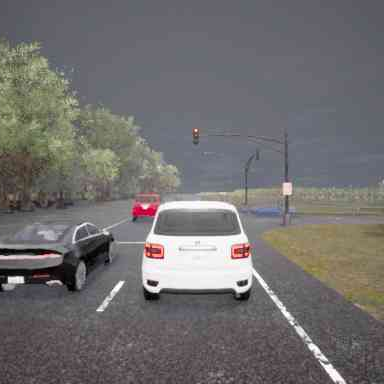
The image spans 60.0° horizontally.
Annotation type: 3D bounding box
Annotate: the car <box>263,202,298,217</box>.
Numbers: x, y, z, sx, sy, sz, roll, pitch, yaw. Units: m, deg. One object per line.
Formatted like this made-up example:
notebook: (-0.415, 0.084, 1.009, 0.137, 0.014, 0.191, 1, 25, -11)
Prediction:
car: (7.702, 1.711, 32.862, 5.357, 1.411, 2.033, 0, -1, 19)

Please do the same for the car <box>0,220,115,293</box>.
car: (-3.400, 1.494, 8.863, 2.128, 1.511, 4.902, 0, 0, 0)

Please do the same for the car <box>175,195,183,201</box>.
car: (-3.495, 1.554, 87.467, 1.994, 1.385, 4.181, 0, 0, 0)

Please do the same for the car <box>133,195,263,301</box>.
car: (0.102, 1.224, 8.493, 2.150, 2.045, 5.566, 0, 0, 0)

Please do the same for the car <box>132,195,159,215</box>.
car: (-3.397, 1.230, 26.932, 2.150, 2.045, 5.566, 0, 0, 0)
